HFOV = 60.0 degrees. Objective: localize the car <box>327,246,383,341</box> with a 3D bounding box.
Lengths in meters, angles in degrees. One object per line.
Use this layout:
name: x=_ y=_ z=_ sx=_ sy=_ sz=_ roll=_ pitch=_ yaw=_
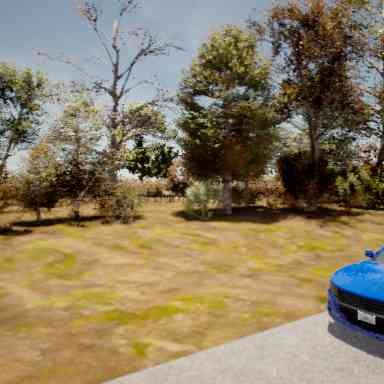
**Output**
car: x=4.556 y=1.552 z=6.134 sx=5.008 sy=1.535 sz=1.882 roll=1 pitch=0 yaw=-34
